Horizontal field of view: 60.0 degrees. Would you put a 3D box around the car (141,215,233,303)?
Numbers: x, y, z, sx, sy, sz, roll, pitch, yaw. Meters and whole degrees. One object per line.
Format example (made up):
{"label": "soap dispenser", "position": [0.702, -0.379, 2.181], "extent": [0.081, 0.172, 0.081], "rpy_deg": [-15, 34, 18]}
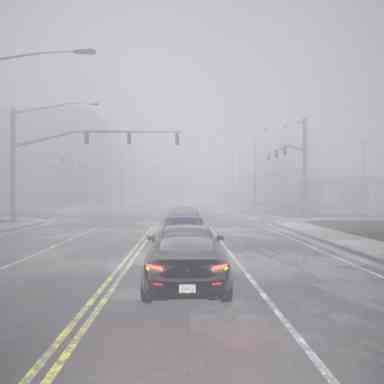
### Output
{"label": "car", "position": [-0.145, 1.524, 8.111], "extent": [1.812, 1.442, 4.674], "rpy_deg": [0, 0, -2]}

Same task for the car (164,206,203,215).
{"label": "car", "position": [-0.430, 1.474, 17.160], "extent": [1.882, 1.535, 5.008], "rpy_deg": [0, 0, -2]}
